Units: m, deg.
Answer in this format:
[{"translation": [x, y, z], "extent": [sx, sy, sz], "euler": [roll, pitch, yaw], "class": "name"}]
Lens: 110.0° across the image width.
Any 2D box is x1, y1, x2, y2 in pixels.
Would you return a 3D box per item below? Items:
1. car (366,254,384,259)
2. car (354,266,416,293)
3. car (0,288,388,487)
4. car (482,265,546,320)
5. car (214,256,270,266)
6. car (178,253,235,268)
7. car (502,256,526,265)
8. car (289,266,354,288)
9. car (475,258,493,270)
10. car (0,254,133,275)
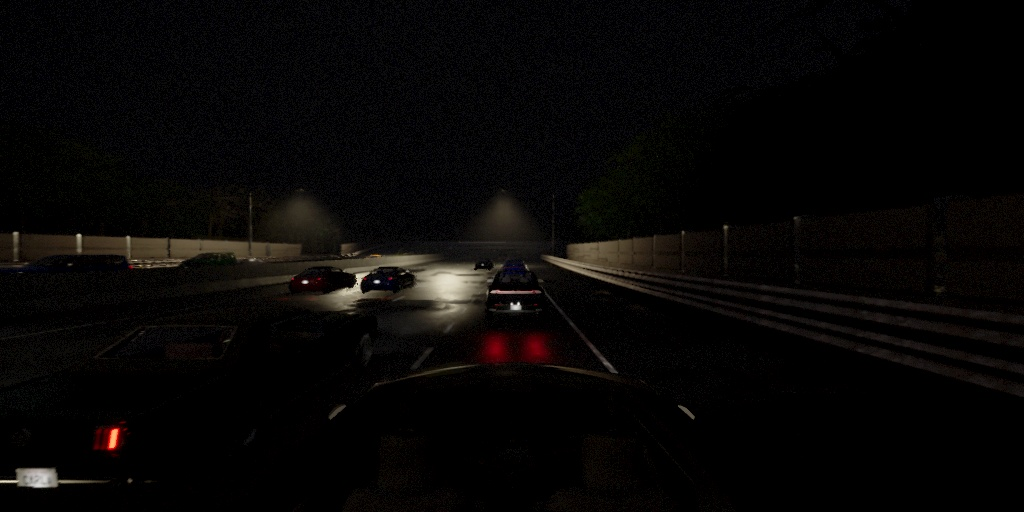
[{"translation": [-20.774, 0.595, 54.143], "extent": [1.882, 1.535, 5.008], "euler": [0, 1, 1], "class": "car"}, {"translation": [-6.864, 1.263, 20.249], "extent": [1.994, 1.385, 4.181], "euler": [0, 0, 0], "class": "car"}, {"translation": [-3.500, 1.350, 4.871], "extent": [1.895, 1.301, 4.718], "euler": [0, 0, 0], "class": "car"}, {"translation": [0.114, 1.232, 12.547], "extent": [2.128, 1.511, 4.902], "euler": [0, 0, 0], "class": "car"}, {"translation": [-27.910, 1.000, 37.790], "extent": [2.033, 1.411, 5.357], "euler": [0, 1, 1], "class": "car"}, {"translation": [-31.426, 0.682, 37.359], "extent": [2.150, 2.045, 5.566], "euler": [0, 1, 1], "class": "car"}, {"translation": [0.186, 1.054, 30.747], "extent": [1.882, 1.535, 5.008], "euler": [0, 1, 0], "class": "car"}, {"translation": [-10.365, 1.265, 19.988], "extent": [1.994, 1.385, 4.181], "euler": [0, 0, 0], "class": "car"}, {"translation": [-3.328, 0.910, 43.080], "extent": [1.994, 1.385, 4.181], "euler": [0, 1, 0], "class": "car"}, {"translation": [-24.565, 0.923, 19.899], "extent": [2.150, 2.045, 5.566], "euler": [0, 0, 0], "class": "car"}]
